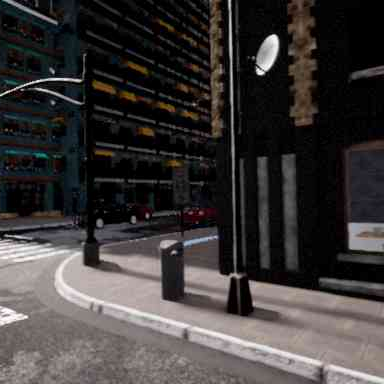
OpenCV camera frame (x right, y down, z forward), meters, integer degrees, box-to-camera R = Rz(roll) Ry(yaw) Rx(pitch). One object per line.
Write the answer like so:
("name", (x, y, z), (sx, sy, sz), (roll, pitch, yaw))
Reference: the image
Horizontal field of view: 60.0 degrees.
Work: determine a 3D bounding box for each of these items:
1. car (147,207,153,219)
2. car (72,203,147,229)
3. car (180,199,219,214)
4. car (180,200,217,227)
("car", (-5.153, 1.611, 27.167), (1.887, 1.381, 4.507), (-1, 0, 36))
("car", (-5.540, 1.533, 22.095), (1.837, 1.490, 4.892), (-2, 0, 36))
("car", (0.864, 1.535, 35.283), (2.008, 1.369, 4.403), (-1, 0, 36))
("car", (1.062, 1.288, 21.130), (1.967, 1.590, 4.097), (-1, 0, 36))
